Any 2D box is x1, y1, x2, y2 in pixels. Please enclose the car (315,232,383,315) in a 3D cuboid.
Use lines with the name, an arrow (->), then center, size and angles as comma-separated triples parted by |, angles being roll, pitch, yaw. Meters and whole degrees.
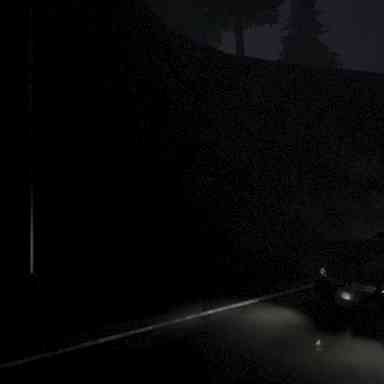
car -> 4.665, 1.575, 7.131 | 4.674, 1.442, 1.812 | 1, 0, -33
